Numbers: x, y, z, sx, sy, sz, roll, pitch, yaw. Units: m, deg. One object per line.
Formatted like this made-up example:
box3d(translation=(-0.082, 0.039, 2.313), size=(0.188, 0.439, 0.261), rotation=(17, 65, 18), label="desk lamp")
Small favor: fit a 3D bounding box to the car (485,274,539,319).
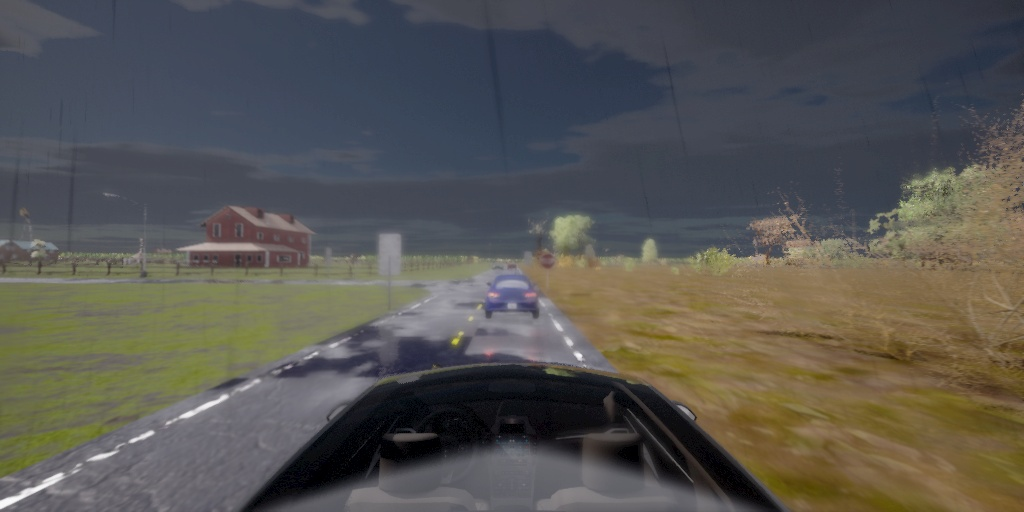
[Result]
box3d(translation=(0.003, 1.404, 13.425), size=(1.812, 1.442, 4.674), rotation=(0, -1, 0), label="car")
